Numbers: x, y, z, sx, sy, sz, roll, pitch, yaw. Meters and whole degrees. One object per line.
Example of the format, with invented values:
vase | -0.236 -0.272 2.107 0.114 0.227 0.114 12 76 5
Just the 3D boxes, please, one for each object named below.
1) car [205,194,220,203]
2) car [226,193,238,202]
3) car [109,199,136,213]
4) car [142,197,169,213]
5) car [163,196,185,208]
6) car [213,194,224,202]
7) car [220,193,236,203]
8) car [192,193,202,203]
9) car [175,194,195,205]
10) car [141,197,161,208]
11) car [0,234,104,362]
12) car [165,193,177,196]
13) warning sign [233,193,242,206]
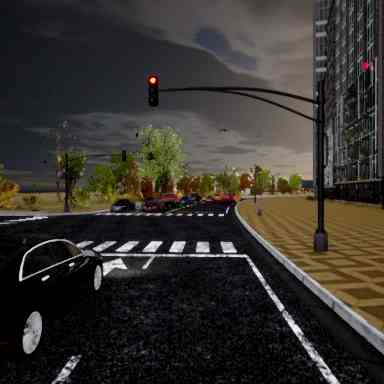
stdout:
car | 3.828 1.575 67.667 1.994 1.385 4.181 0 0 12
car | 9.777 1.245 80.389 2.150 2.045 5.566 0 0 14
car | -7.594 1.524 37.294 1.812 1.442 4.674 0 0 7
car | -4.299 1.563 37.502 1.994 1.385 4.181 0 0 7
car | -2.812 1.603 49.172 1.895 1.301 4.718 0 0 8
car | 6.470 1.372 80.528 2.097 1.767 4.553 0 0 14
car | 7.622 1.239 70.097 2.150 2.045 5.566 0 0 12
car | 0.753 1.231 69.590 2.150 2.045 5.566 0 0 11
car | -1.208 1.531 59.204 1.812 1.442 4.674 0 0 10
car | -6.059 1.526 49.287 1.812 1.442 4.674 0 0 8
car | -3.012 1.504 5.890 1.837 1.490 4.892 0 0 1
car | -4.023 1.227 61.995 2.150 2.045 5.566 0 0 10
warning sign | 6.548 1.122 48.212 1.300 1.860 1.060 0 0 8
